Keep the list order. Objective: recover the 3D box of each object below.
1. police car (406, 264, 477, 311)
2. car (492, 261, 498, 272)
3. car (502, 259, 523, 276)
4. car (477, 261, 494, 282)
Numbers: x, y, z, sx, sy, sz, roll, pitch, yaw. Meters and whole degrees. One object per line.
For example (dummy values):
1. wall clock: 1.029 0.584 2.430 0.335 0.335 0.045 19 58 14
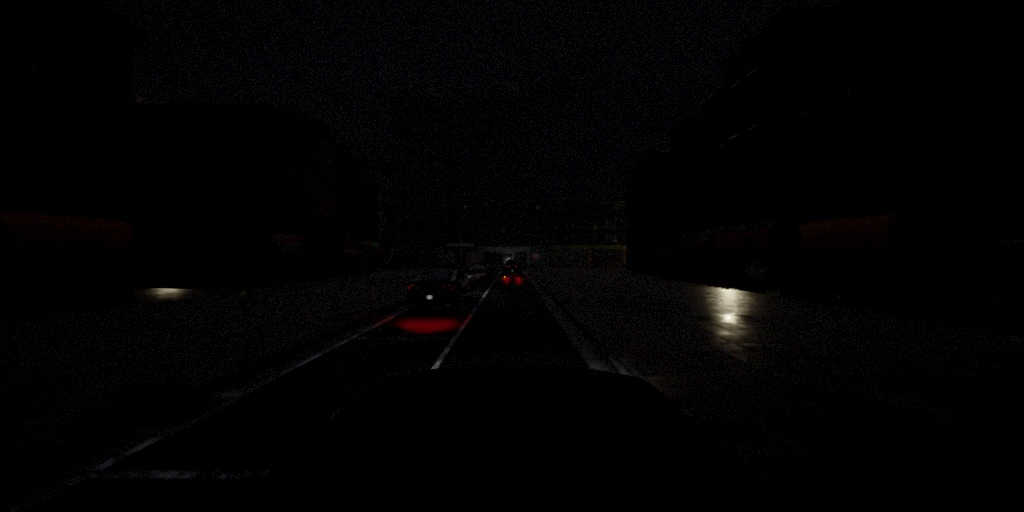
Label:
1. police car: -2.751 1.157 14.554 1.930 1.638 5.238 0 0 0
2. car: -2.640 1.269 33.259 1.948 1.339 4.313 0 0 0
3. car: 0.060 1.191 36.162 2.128 1.511 4.902 0 0 0
4. car: -2.640 1.293 27.806 1.802 1.307 4.207 0 0 0
